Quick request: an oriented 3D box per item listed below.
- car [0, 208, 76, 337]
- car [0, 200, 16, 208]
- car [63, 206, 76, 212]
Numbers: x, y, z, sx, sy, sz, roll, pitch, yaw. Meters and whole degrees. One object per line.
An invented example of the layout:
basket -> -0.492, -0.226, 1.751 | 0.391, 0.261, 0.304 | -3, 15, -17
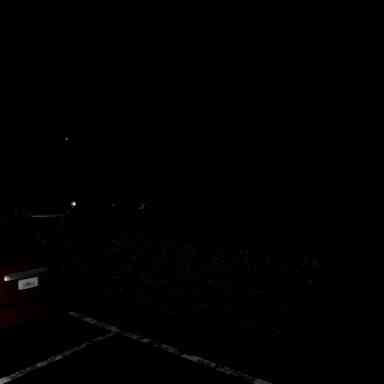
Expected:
car -> -4.135, 1.316, 5.901 | 5.009, 1.841, 2.192 | 0, -1, 36
car -> -18.234, 1.499, 29.758 | 2.097, 1.767, 4.553 | -1, -1, 37
car -> -12.159, 1.834, 37.944 | 1.895, 1.301, 4.718 | -1, -1, 36
